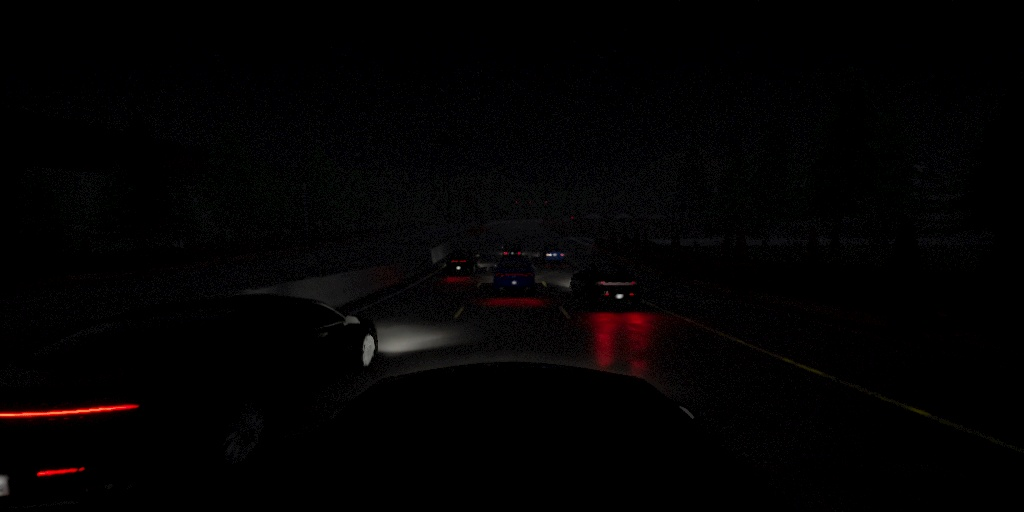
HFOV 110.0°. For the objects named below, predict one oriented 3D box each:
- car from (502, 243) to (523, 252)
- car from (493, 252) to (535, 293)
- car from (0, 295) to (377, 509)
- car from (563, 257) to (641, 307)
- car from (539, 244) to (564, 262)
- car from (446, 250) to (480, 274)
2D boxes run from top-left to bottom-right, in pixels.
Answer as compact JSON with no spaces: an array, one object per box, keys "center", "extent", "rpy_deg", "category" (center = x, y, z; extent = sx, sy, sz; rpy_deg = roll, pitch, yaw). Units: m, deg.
[{"center":[0.026,-0.481,33.199],"extent":[2.033,1.411,5.357],"rpy_deg":[0,7,0],"category":"car"},{"center":[0.093,0.842,17.751],"extent":[1.882,1.535,5.008],"rpy_deg":[0,3,0],"category":"car"},{"center":[-3.401,1.261,4.748],"extent":[1.837,1.490,4.892],"rpy_deg":[0,-1,0],"category":"car"},{"center":[3.597,1.028,14.421],"extent":[2.128,1.511,4.902],"rpy_deg":[0,3,0],"category":"car"},{"center":[3.532,-0.352,32.119],"extent":[2.033,1.411,5.357],"rpy_deg":[0,7,0],"category":"car"},{"center":[-3.434,0.314,25.325],"extent":[1.837,1.490,4.892],"rpy_deg":[0,5,0],"category":"car"}]
